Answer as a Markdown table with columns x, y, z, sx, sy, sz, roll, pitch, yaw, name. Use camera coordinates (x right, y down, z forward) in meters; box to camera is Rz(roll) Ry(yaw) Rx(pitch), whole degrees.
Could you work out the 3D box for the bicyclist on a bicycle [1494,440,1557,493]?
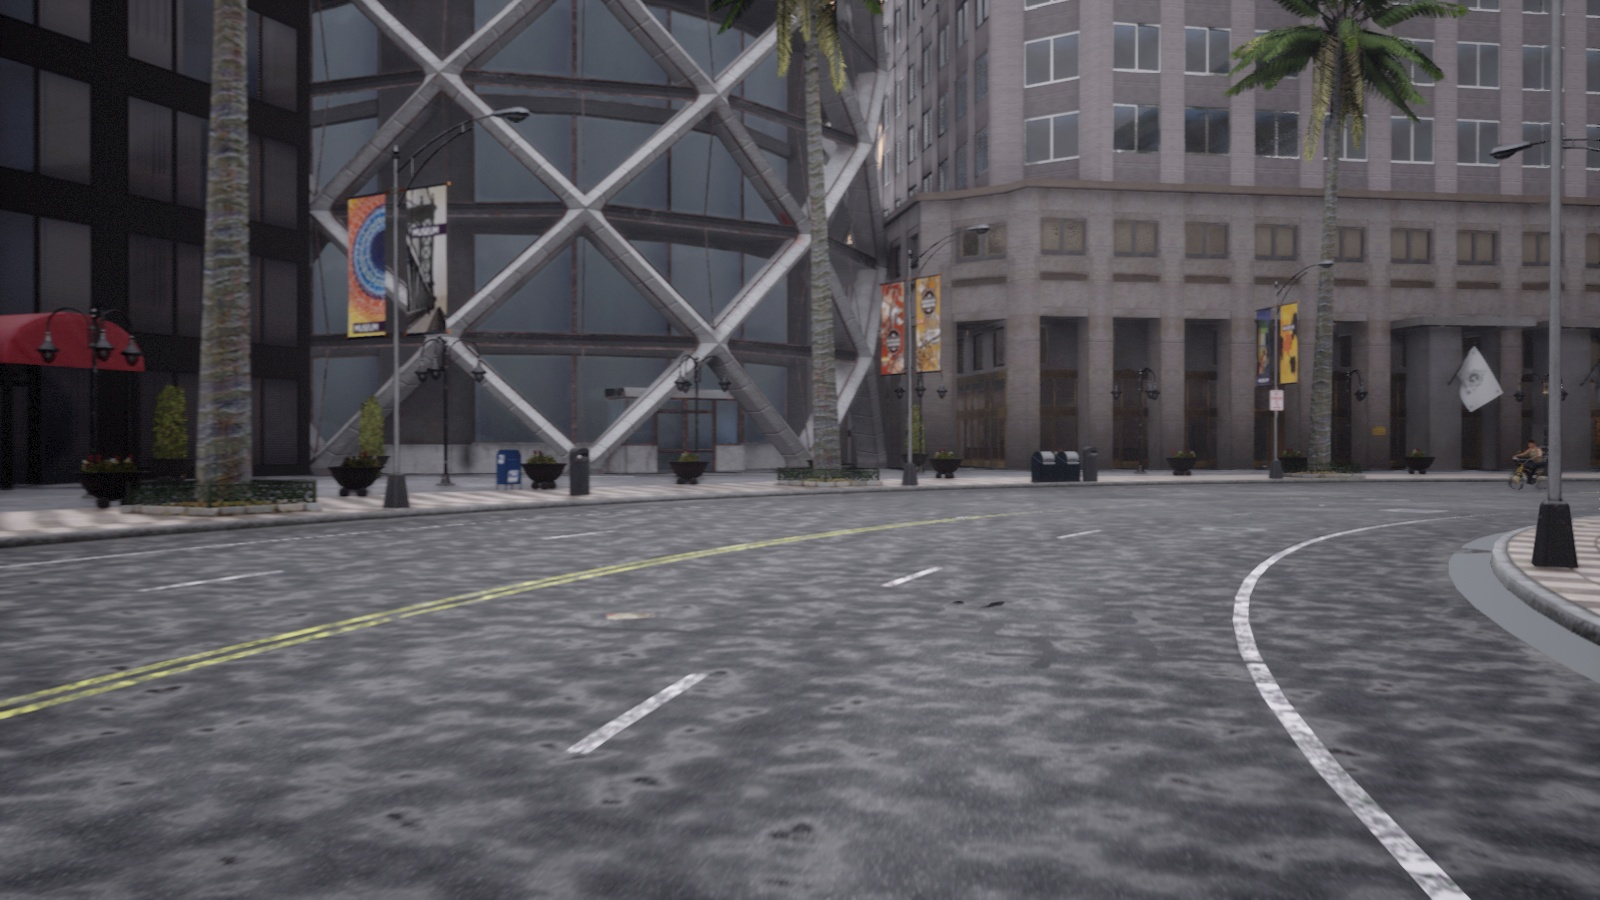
| x | y | z | sx | sy | sz | roll | pitch | yaw | name |
| --- | --- | --- | --- | --- | --- | --- | --- | --- | --- |
| 22.718 | 0.505 | 39.344 | 1.509 | 1.612 | 0.866 | 0 | 1 | -13 | bicyclist on a bicycle |
